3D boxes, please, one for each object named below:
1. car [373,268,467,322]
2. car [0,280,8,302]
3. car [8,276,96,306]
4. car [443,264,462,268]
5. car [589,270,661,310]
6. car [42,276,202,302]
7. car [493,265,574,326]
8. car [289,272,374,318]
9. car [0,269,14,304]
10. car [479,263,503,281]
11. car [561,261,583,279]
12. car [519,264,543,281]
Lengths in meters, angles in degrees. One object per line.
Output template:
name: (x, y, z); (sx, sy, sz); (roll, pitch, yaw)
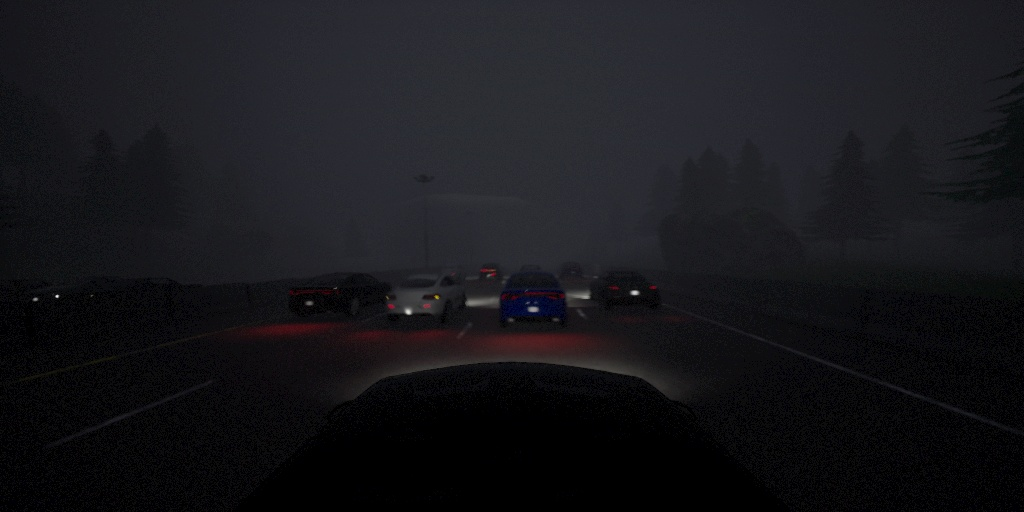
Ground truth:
car: (-2.803, 1.317, 12.380); (1.812, 1.442, 4.674); (-1, 0, 3)
car: (-23.807, 1.762, 16.746); (1.895, 1.301, 4.718); (-1, 0, 3)
car: (-20.274, 1.667, 17.312); (1.994, 1.385, 4.181); (-1, 0, 3)
car: (-5.334, 1.466, 32.253); (1.812, 1.442, 4.674); (-1, -1, 3)
car: (4.298, 1.237, 14.268); (1.994, 1.385, 4.181); (-1, 0, 3)
car: (-16.835, 1.641, 16.030); (1.895, 1.301, 4.718); (-1, 0, 3)
car: (0.660, 1.209, 11.581); (1.882, 1.535, 5.008); (-1, 0, 3)
car: (-6.241, 1.331, 13.729); (1.882, 1.535, 5.008); (-1, 0, 3)
car: (-27.320, 1.573, 16.618); (2.097, 1.767, 4.553); (-1, 0, 3)
car: (-1.819, 1.385, 32.235); (1.837, 1.490, 4.892); (-1, -1, 3)
car: (5.188, 1.241, 32.231); (1.882, 1.535, 5.008); (-1, -1, 3)
car: (1.642, 1.415, 31.348); (1.895, 1.301, 4.718); (-1, -1, 3)
